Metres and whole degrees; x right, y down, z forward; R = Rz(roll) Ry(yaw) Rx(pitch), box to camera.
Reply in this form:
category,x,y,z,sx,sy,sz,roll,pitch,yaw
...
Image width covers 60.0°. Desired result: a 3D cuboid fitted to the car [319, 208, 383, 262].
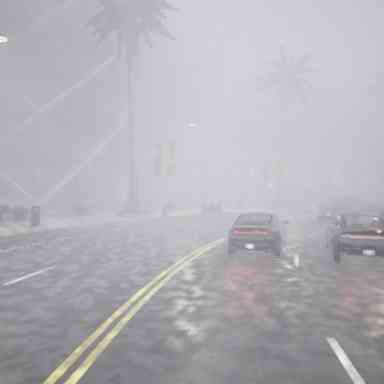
category,x,y,z,sx,sy,sz,roll,pitch,yaw
car,5.917,1.545,11.937,2.128,1.511,4.902,0,0,19

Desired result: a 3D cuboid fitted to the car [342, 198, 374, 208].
category,x,y,z,sx,sy,sz,roll,pitch,yaw
car,18.561,1.697,35.351,4.674,1.442,1.812,1,0,-24

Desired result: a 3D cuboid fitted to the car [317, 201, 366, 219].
category,x,y,z,sx,sy,sz,roll,pitch,yaw
car,11.720,1.672,26.360,4.181,1.385,1.994,0,0,-43

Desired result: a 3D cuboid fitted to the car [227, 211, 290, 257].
category,x,y,z,sx,sy,sz,roll,pitch,yaw
car,2.690,1.534,13.180,1.837,1.490,4.892,0,0,19

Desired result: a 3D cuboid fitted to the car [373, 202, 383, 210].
category,x,y,z,sx,sy,sz,roll,pitch,yaw
car,16.061,1.667,25.488,4.674,1.442,1.812,1,0,-38

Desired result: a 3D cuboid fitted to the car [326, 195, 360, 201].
category,x,y,z,sx,sy,sz,roll,pitch,yaw
car,17.201,1.364,38.581,5.566,2.045,2.150,1,0,-24
